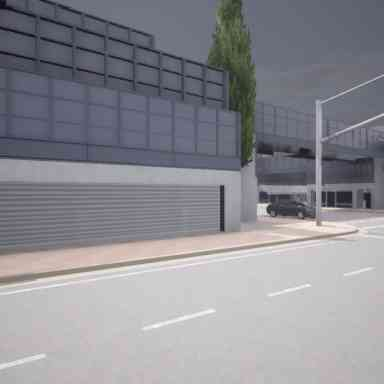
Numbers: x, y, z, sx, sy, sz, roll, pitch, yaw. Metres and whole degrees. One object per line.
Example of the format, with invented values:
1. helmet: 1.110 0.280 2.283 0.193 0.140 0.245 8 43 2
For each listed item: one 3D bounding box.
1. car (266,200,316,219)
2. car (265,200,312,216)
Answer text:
1. car: 8.705 1.505 28.915 1.837 1.490 4.892 0 0 -37
2. car: 9.673 1.564 33.468 1.994 1.385 4.181 0 0 -37
